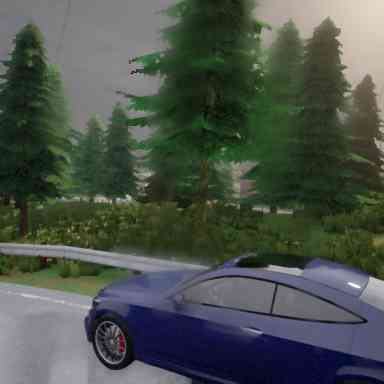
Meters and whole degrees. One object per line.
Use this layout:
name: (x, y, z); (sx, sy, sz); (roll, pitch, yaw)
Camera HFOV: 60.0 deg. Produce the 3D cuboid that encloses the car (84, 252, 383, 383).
car: (0.779, 1.499, 4.083); (4.674, 1.442, 1.812); (1, 1, 31)
